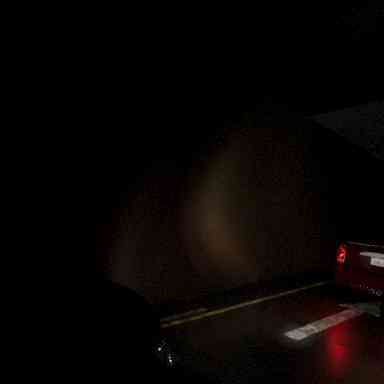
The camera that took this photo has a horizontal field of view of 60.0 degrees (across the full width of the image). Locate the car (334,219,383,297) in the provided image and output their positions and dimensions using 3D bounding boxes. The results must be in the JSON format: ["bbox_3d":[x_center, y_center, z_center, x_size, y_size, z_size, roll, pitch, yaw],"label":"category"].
[{"bbox_3d":[5.281,1.355,7.547,4.553,1.767,2.097,0,0,-35],"label":"car"}]

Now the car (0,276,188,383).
[{"bbox_3d":[-2.695,1.221,1.863,5.566,2.045,2.150,0,0,-35],"label":"car"}]
